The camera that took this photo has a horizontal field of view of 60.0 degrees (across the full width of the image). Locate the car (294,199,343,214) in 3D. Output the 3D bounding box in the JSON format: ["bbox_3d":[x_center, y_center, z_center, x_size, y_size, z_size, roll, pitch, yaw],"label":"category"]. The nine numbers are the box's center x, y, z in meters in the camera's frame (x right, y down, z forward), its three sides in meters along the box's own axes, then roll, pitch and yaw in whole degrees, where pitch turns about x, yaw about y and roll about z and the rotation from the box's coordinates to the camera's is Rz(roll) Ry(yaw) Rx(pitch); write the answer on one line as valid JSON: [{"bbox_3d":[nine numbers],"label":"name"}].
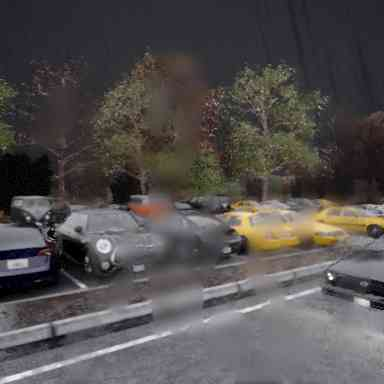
[{"bbox_3d":[14.558,1.588,38.551,2.097,1.535,5.008,0,0,-35],"label":"car"}]

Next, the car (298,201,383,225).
[{"bbox_3d":[8.788,1.503,18.162,1.946,1.575,5.366,0,0,-35],"label":"car"}]

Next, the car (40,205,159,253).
[{"bbox_3d":[-3.624,1.538,14.994,5.357,1.411,2.033,0,0,-35],"label":"car"}]

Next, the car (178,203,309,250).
[{"bbox_3d":[1.791,1.469,13.634,1.946,1.575,5.366,0,0,-35],"label":"car"}]

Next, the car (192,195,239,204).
[{"bbox_3d":[1.103,1.253,29.009,2.435,2.045,5.566,0,0,-35],"label":"car"}]

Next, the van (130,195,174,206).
[{"bbox_3d":[-3.562,1.253,25.795,1.878,1.987,4.442,0,0,-35],"label":"van"}]

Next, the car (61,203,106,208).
[{"bbox_3d":[-7.919,1.498,22.585,2.163,1.488,4.792,0,0,-35],"label":"car"}]

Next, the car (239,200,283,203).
[{"bbox_3d":[5.738,1.530,32.047,1.946,1.575,5.366,0,0,-35],"label":"car"}]

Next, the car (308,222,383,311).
[{"bbox_3d":[5.137,1.535,7.384,5.357,1.411,2.033,0,0,-36],"label":"car"}]

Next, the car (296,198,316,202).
[{"bbox_3d":[10.160,1.590,35.388,2.163,1.488,4.792,0,0,-35],"label":"car"}]

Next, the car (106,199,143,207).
[{"bbox_3d":[-5.769,1.500,24.116,2.163,1.488,4.792,0,0,-35],"label":"car"}]

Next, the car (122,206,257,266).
[{"bbox_3d":[-0.353,1.471,11.873,2.231,1.521,4.892,0,0,-35],"label":"car"}]

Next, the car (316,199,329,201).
[{"bbox_3d":[12.280,1.449,36.973,2.185,1.767,4.553,0,0,-35],"label":"car"}]

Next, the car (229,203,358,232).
[{"bbox_3d":[4.167,1.477,14.871,1.946,1.575,5.366,0,0,-35],"label":"car"}]

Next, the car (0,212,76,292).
[{"bbox_3d":[-4.896,1.511,8.680,2.163,1.488,4.792,0,0,-35],"label":"car"}]

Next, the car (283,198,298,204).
[{"bbox_3d":[7.888,1.587,33.803,2.002,1.452,4.674,0,0,-35],"label":"car"}]

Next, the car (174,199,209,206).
[{"bbox_3d":[-1.121,1.520,27.355,2.163,1.488,4.792,0,0,-35],"label":"car"}]

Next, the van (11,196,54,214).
[{"bbox_3d":[-10.081,1.247,20.876,1.878,1.987,4.442,0,0,-36],"label":"van"}]
